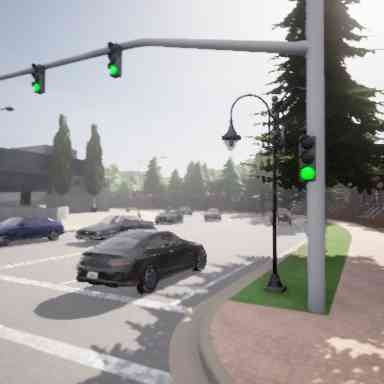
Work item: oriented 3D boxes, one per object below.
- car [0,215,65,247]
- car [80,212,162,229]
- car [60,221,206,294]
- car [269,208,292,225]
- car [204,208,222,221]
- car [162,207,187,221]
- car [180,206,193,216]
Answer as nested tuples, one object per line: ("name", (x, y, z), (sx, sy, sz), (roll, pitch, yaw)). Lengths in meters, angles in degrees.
("car", (-9.014, 1.968, 17.724), (1.812, 1.442, 4.674), (-1, -2, 29))
("car", (-4.203, 2.063, 19.366), (2.033, 1.411, 5.357), (0, -2, 27))
("car", (-1.216, 1.793, 9.621), (1.812, 1.442, 4.674), (0, -2, 27))
("car", (8.801, 2.332, 33.301), (2.097, 1.767, 4.553), (0, -2, 12))
("car", (2.470, 2.622, 38.882), (1.812, 1.442, 4.674), (0, -2, 5))
("car", (-2.231, 2.471, 33.060), (1.994, 1.385, 4.181), (0, -2, 15))
("car", (-1.155, 2.943, 51.101), (2.128, 1.511, 4.902), (1, -2, -11))
